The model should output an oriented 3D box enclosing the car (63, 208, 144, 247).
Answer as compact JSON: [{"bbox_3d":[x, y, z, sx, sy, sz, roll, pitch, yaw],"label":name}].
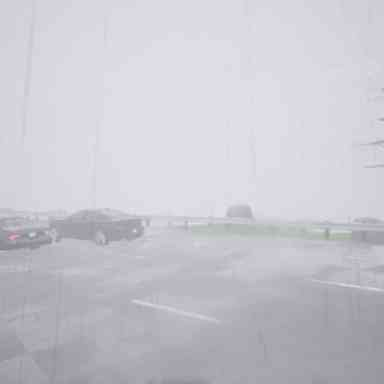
[{"bbox_3d":[-4.507,1.493,15.261,5.008,1.535,1.882,0,0,32],"label":"car"}]

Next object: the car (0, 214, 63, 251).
[{"bbox_3d":[-7.883,1.609,13.235,5.357,1.411,2.033,-1,0,31],"label":"car"}]
